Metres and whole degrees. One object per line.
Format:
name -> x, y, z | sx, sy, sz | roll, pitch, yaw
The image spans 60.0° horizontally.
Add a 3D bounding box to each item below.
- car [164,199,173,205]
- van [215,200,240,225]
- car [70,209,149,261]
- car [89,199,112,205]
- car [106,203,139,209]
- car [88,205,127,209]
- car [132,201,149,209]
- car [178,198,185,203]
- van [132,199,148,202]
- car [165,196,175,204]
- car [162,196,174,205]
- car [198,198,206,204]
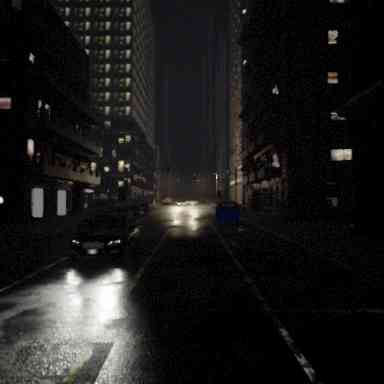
car -> -5.670, 2.307, 80.827 | 1.802, 1.307, 4.206 | 1, -1, 0
van -> 2.710, 1.578, 26.161 | 1.690, 1.788, 3.998 | 1, -1, 0
car -> -3.098, 1.608, 12.803 | 2.128, 1.511, 4.902 | 0, -1, 0
car -> -16.486, 2.035, 59.834 | 4.097, 1.590, 1.967 | 0, -2, 0
car -> -5.641, 1.818, 26.107 | 1.802, 1.307, 4.206 | 1, -1, 0
car -> -5.641, 1.737, 20.566 | 2.008, 1.369, 4.403 | 1, -1, 0
car -> -5.641, 1.851, 31.646 | 1.947, 1.339, 4.313 | 1, -1, 0
car -> -2.993, 2.370, 94.127 | 2.128, 1.511, 4.902 | 0, -1, 0
van -> -5.806, 1.676, 37.189 | 1.690, 1.788, 3.998 | 1, -1, 0
car -> -5.664, 2.090, 86.404 | 2.192, 1.841, 5.009 | 1, -1, 0
car -> -5.668, 2.115, 75.253 | 1.967, 1.590, 4.097 | 1, -1, 0
car -> 2.710, 2.358, 86.463 | 1.802, 1.307, 4.206 | 1, -1, 0
